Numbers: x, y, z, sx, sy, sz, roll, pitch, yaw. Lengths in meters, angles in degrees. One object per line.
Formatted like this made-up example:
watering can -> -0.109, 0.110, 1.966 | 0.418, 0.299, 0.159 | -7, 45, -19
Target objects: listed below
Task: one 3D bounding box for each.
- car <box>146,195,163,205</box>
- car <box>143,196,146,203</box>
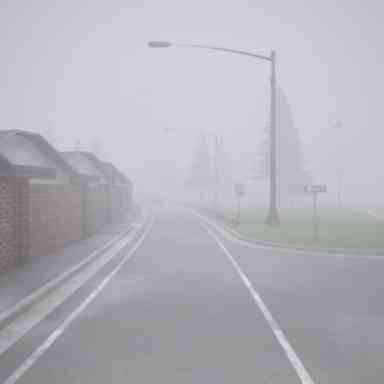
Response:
car -> -5.883, 1.334, 54.555 | 1.837, 1.490, 4.892 | 0, 0, -14
car -> -8.364, 1.327, 64.372 | 1.812, 1.442, 4.674 | 0, 0, -17
